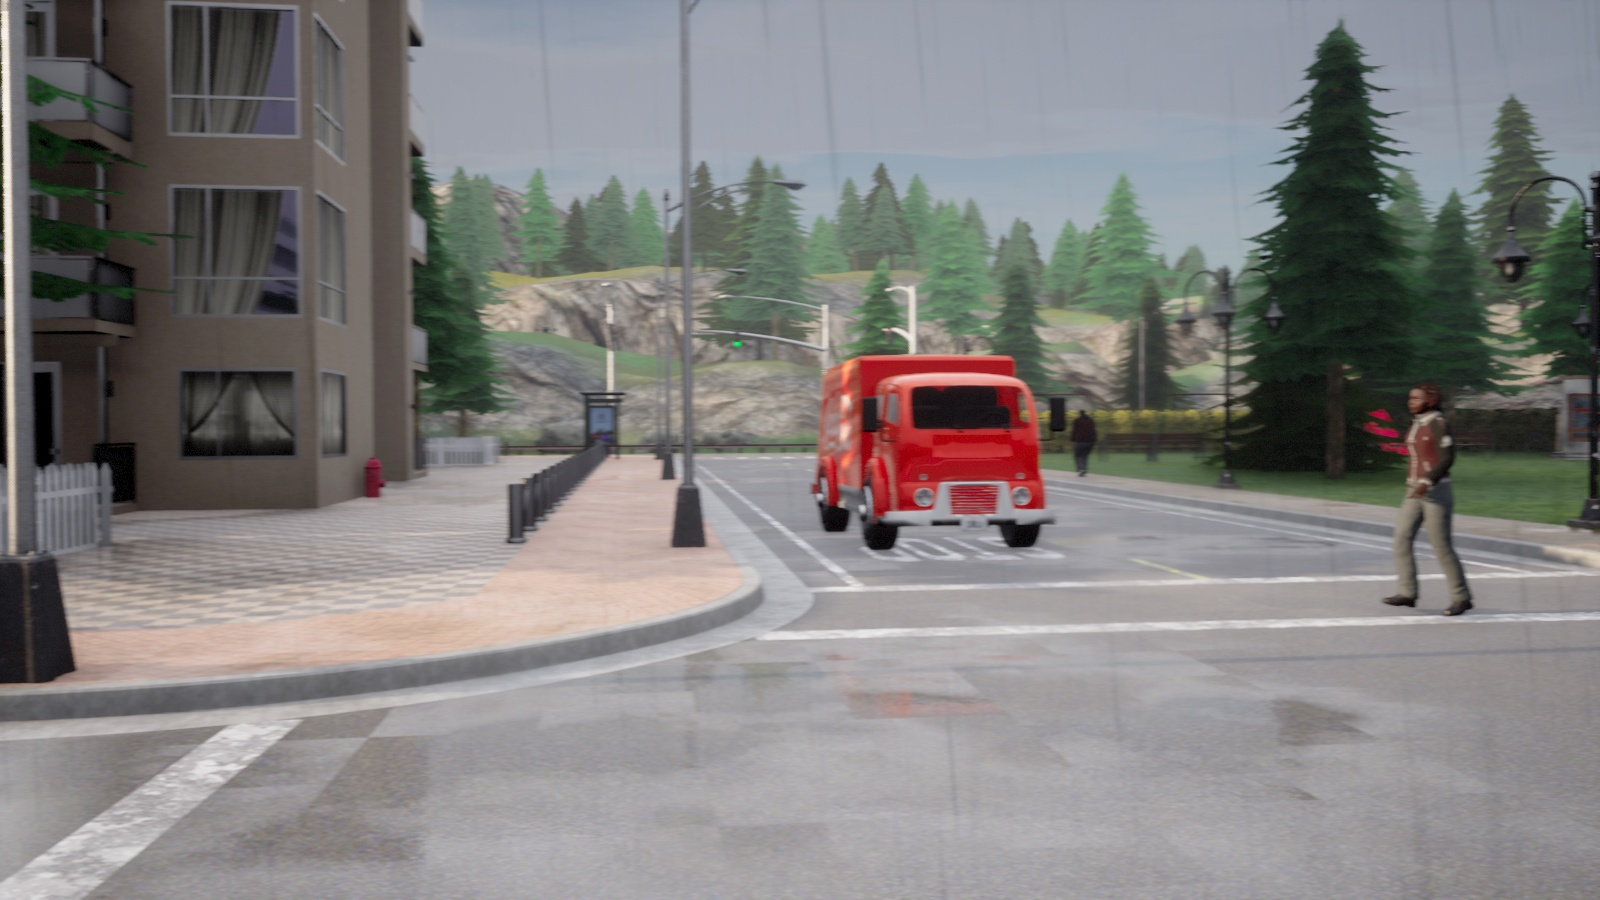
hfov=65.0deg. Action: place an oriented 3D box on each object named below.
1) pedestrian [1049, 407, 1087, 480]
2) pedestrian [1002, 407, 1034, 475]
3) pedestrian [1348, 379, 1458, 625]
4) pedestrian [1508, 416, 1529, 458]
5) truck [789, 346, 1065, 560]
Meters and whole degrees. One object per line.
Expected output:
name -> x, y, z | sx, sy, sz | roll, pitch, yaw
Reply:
pedestrian -> 6.896, -0.172, 32.344 | 0.634, 1.844, 0.899 | 0, 1, -11
pedestrian -> 6.400, -0.266, 36.845 | 0.659, 1.952, 0.873 | 0, 1, -9
pedestrian -> 4.834, 0.405, 10.090 | 0.666, 1.930, 0.402 | 0, 1, -4
pedestrian -> 31.766, -0.591, 55.485 | 0.709, 1.840, 0.431 | 1, 2, 41
truck -> 1.471, -0.017, 17.200 | 2.627, 2.467, 5.204 | 0, 1, -7
